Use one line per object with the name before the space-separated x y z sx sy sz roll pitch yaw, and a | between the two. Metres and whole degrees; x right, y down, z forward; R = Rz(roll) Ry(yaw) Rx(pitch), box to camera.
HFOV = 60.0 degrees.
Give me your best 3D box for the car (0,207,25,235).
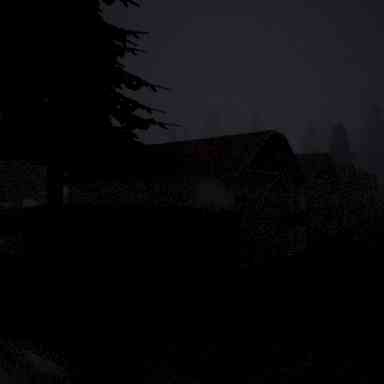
car | -11.878 1.835 20.423 2.097 1.767 4.553 -1 -1 35
